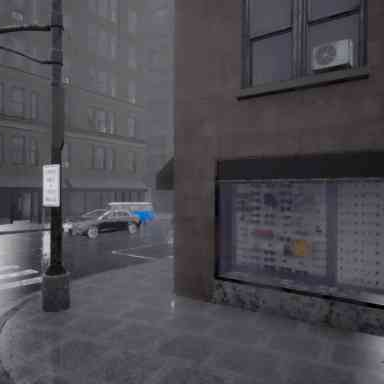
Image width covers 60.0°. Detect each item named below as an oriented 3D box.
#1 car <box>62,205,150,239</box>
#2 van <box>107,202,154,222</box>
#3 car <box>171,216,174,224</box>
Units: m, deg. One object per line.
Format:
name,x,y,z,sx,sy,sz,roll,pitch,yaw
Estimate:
car,-5.026,1.727,19.015,2.128,1.511,4.902,0,-1,35
van,-4.536,1.636,24.198,1.690,1.788,3.998,-1,-1,35
car,0.231,1.947,26.477,1.994,1.385,4.181,0,-1,36
